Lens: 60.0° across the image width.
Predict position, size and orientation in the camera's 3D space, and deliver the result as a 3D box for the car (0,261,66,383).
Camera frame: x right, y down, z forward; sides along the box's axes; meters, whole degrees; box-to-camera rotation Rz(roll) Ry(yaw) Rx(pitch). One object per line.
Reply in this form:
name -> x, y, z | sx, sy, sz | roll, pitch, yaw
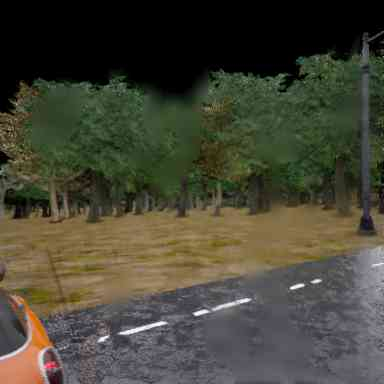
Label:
car -> -3.098, 1.362, 1.787 | 4.553, 1.767, 2.097 | 0, 0, -35
